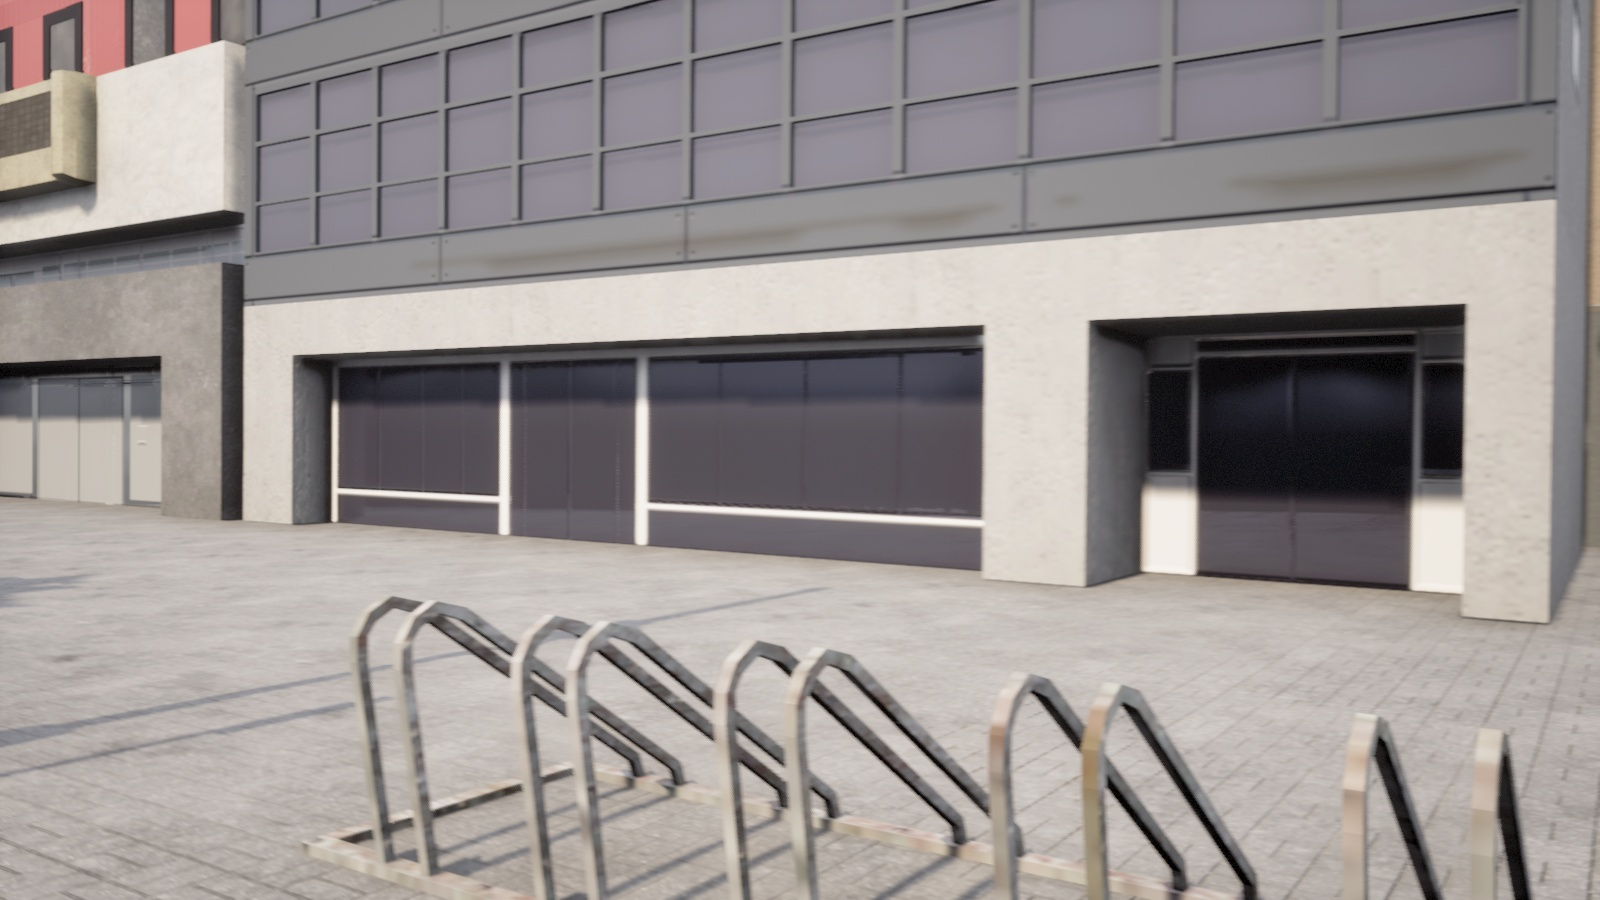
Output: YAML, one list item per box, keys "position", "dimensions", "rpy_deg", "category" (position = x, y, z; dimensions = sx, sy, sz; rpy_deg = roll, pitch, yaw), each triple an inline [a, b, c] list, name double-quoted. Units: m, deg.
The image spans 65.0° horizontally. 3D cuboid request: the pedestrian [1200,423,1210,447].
- position: [30.254, -1.114, 93.842]
  dimensions: [0.594, 1.836, 0.345]
  rpy_deg: [0, 1, 33]
  category: "pedestrian"
